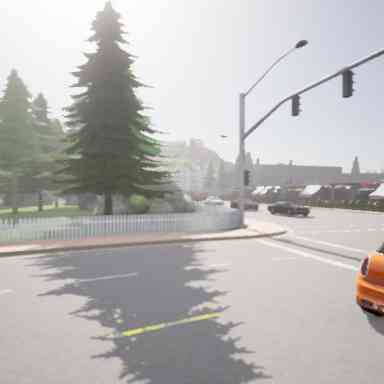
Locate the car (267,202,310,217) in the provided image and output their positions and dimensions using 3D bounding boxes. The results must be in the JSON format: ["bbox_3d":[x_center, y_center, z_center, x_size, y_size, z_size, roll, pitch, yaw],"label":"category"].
[{"bbox_3d":[9.150,1.617,31.695,1.895,1.301,4.718,0,0,-17],"label":"car"}]

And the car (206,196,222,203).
[{"bbox_3d":[4.635,1.505,70.548,1.895,1.301,4.718,0,0,-17],"label":"car"}]

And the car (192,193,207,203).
[{"bbox_3d":[1.570,1.123,68.630,2.150,2.045,5.566,0,0,-17],"label":"car"}]

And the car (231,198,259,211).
[{"bbox_3d":[6.400,1.462,40.654,1.882,1.535,5.008,0,0,-17],"label":"car"}]

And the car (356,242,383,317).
[{"bbox_3d":[5.207,1.357,5.894,4.553,1.767,2.097,0,0,-24],"label":"car"}]

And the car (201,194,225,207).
[{"bbox_3d":[3.415,1.476,50.409,1.812,1.442,4.674,0,0,-17],"label":"car"}]
